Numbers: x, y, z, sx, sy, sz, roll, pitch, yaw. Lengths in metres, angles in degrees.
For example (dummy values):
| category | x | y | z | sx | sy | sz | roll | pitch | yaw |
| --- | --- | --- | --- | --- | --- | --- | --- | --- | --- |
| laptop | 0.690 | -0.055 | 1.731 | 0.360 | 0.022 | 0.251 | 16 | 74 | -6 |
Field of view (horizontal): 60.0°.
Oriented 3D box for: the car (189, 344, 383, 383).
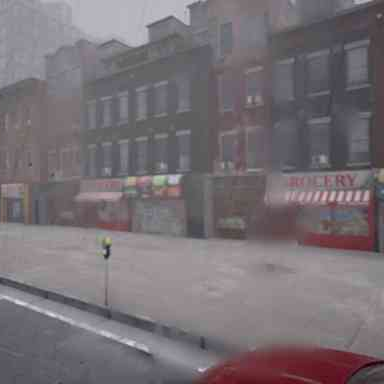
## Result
| category | x | y | z | sx | sy | sz | roll | pitch | yaw |
| --- | --- | --- | --- | --- | --- | --- | --- | --- | --- |
| car | 1.869 | 1.542 | 1.487 | 4.507 | 1.381 | 1.887 | 0 | -1 | 35 |
